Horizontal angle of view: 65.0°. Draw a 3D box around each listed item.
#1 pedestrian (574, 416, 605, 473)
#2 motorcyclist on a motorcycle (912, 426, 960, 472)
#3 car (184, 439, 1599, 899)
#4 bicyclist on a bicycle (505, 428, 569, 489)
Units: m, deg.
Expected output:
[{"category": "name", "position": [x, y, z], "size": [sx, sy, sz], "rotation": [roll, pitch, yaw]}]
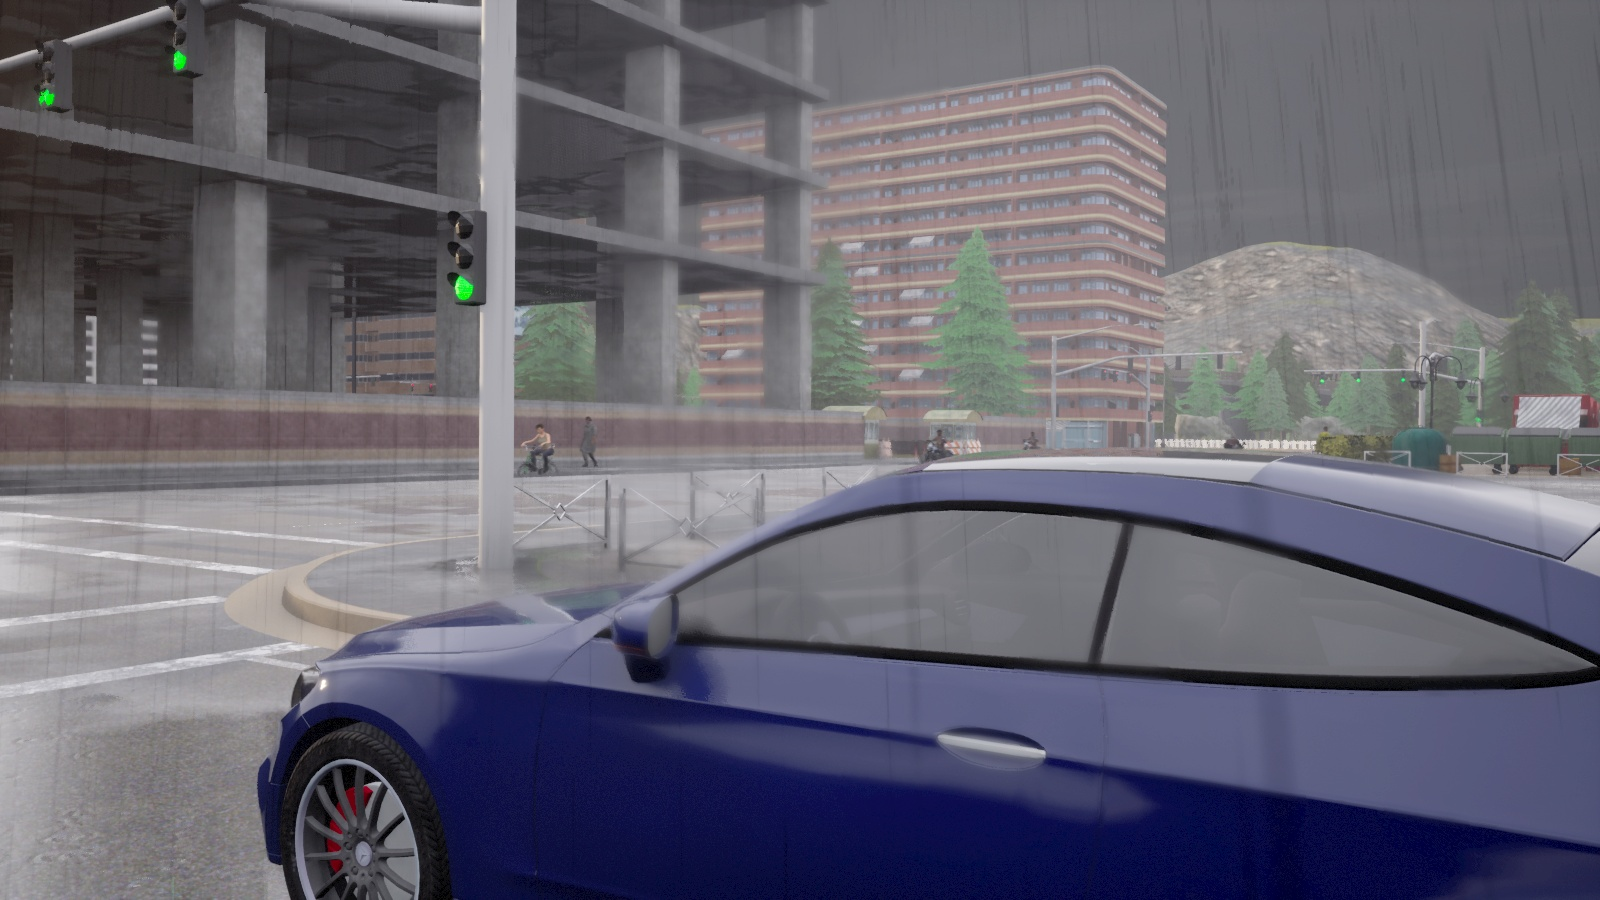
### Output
[{"category": "pedestrian", "position": [-7.414, -0.199, 44.284], "size": [0.659, 1.952, 0.873], "rotation": [0, 1, 32]}, {"category": "motorcyclist on a motorcycle", "position": [5.039, -0.053, 46.426], "size": [0.766, 1.649, 2.350], "rotation": [0, 1, 33]}, {"category": "car", "position": [0.620, 0.708, 3.212], "size": [4.674, 1.442, 1.812], "rotation": [0, 1, 34]}, {"category": "bicyclist on a bicycle", "position": [-7.173, 0.210, 34.259], "size": [0.866, 1.612, 1.509], "rotation": [0, 1, 34]}]
